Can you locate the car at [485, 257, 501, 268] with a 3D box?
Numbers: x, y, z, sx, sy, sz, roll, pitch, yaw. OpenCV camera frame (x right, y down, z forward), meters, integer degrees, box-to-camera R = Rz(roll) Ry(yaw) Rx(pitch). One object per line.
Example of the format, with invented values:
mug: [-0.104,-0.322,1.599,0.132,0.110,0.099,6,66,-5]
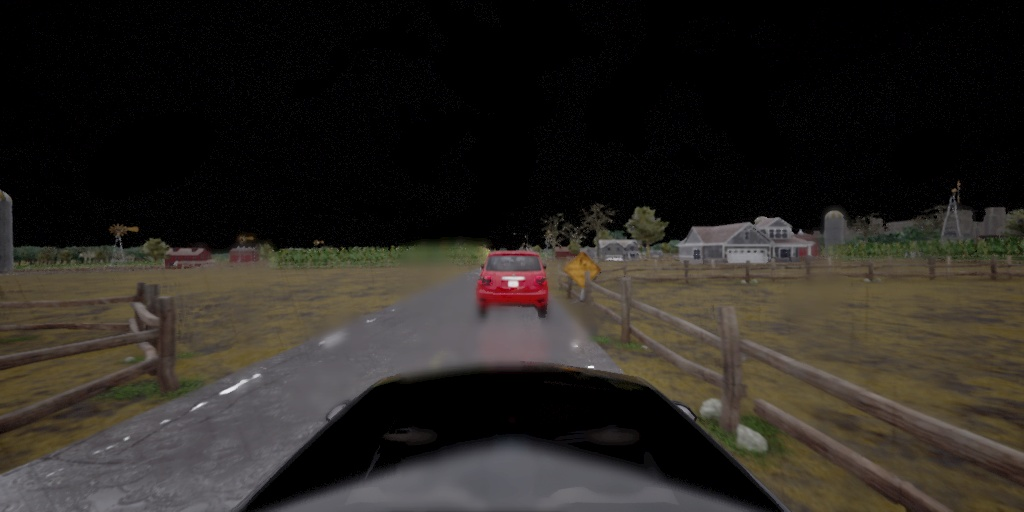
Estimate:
car: [-2.765,0.907,53.212,2.128,1.511,4.902,0,0,0]

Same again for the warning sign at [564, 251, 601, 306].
warning sign: [2.463,0.755,12.566,1.300,1.860,1.060,0,0,0]

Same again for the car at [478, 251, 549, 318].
car: [0.064,0.859,12.642,2.150,2.045,5.566,0,0,1]
